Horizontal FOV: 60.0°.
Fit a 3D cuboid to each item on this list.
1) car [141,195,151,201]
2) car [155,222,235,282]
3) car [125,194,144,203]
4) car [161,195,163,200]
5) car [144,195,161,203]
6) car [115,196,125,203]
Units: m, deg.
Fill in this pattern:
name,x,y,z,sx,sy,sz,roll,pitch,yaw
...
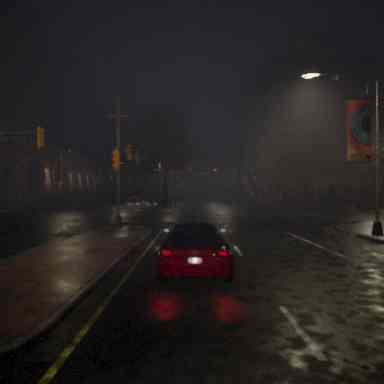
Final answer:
name,x,y,z,sx,sy,sz,roll,pitch,yaw
car,-11.448,1.544,82.586,1.895,1.301,4.718,0,0,0
car,0.080,1.558,9.731,1.994,1.385,4.181,0,0,0
car,-11.461,1.313,67.221,2.097,1.767,4.553,0,0,0
car,-7.948,1.450,82.687,1.837,1.490,4.892,0,0,0
car,-7.962,1.460,67.248,1.837,1.490,4.892,0,0,0
car,-14.706,1.551,69.852,1.895,1.301,4.718,0,0,0
